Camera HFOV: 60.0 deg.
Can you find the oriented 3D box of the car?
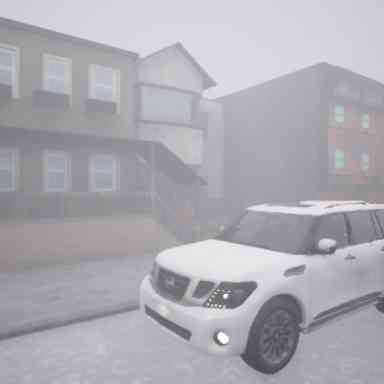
[{"bbox_3d":[1.878,1.197,5.942,5.566,2.045,2.150,0,0,-35],"label":"car"}]
